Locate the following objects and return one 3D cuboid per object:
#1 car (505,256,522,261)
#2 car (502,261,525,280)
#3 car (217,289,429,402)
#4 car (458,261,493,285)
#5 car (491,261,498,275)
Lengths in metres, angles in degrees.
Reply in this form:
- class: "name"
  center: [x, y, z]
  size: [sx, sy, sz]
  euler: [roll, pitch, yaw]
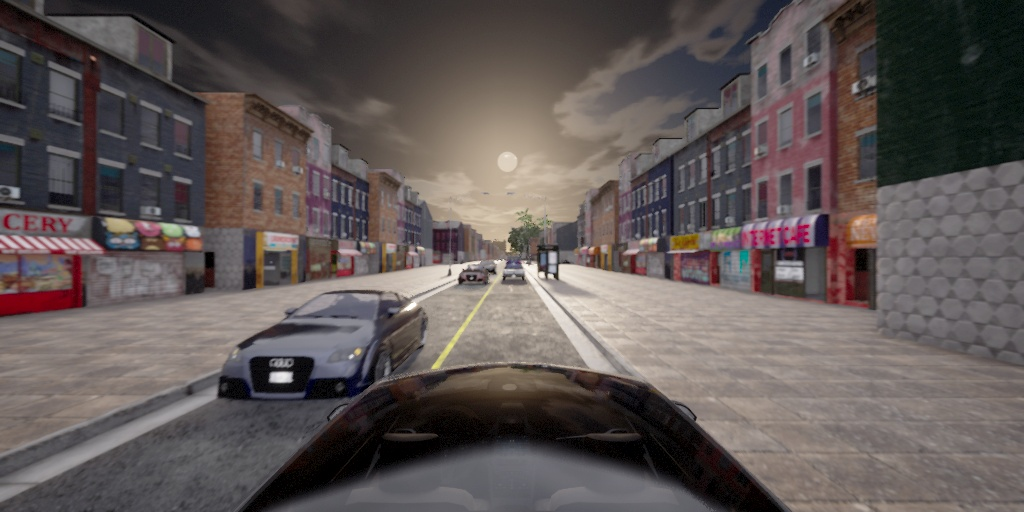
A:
- class: "car"
  center: [0.209, 1.007, 48.871]
  size: [2.150, 2.045, 5.566]
  euler: [0, 0, 0]
- class: "car"
  center: [0.147, 1.364, 31.291]
  size: [1.895, 1.301, 4.718]
  euler: [0, 0, 0]
- class: "car"
  center: [-2.840, 1.309, 6.406]
  size: [1.994, 1.385, 4.181]
  euler: [0, 0, 0]
- class: "car"
  center: [-2.727, 1.317, 26.285]
  size: [1.994, 1.385, 4.181]
  euler: [0, 0, 1]
- class: "car"
  center: [-2.672, 1.275, 40.367]
  size: [1.837, 1.490, 4.892]
  euler: [0, -1, 0]
